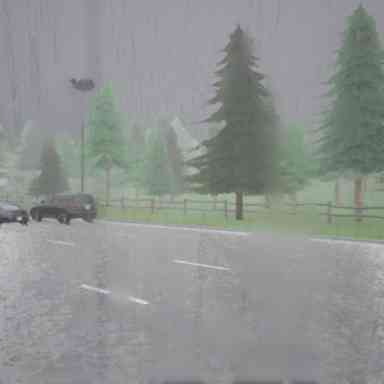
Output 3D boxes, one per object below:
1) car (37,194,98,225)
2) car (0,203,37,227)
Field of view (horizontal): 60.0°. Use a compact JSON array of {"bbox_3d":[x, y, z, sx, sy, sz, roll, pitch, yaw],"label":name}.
[{"bbox_3d":[-9.008,1.130,23.322,5.566,2.045,2.150,0,0,36],"label":"car"},{"bbox_3d":[-12.250,1.428,21.317,4.674,1.442,1.812,0,0,35],"label":"car"}]
